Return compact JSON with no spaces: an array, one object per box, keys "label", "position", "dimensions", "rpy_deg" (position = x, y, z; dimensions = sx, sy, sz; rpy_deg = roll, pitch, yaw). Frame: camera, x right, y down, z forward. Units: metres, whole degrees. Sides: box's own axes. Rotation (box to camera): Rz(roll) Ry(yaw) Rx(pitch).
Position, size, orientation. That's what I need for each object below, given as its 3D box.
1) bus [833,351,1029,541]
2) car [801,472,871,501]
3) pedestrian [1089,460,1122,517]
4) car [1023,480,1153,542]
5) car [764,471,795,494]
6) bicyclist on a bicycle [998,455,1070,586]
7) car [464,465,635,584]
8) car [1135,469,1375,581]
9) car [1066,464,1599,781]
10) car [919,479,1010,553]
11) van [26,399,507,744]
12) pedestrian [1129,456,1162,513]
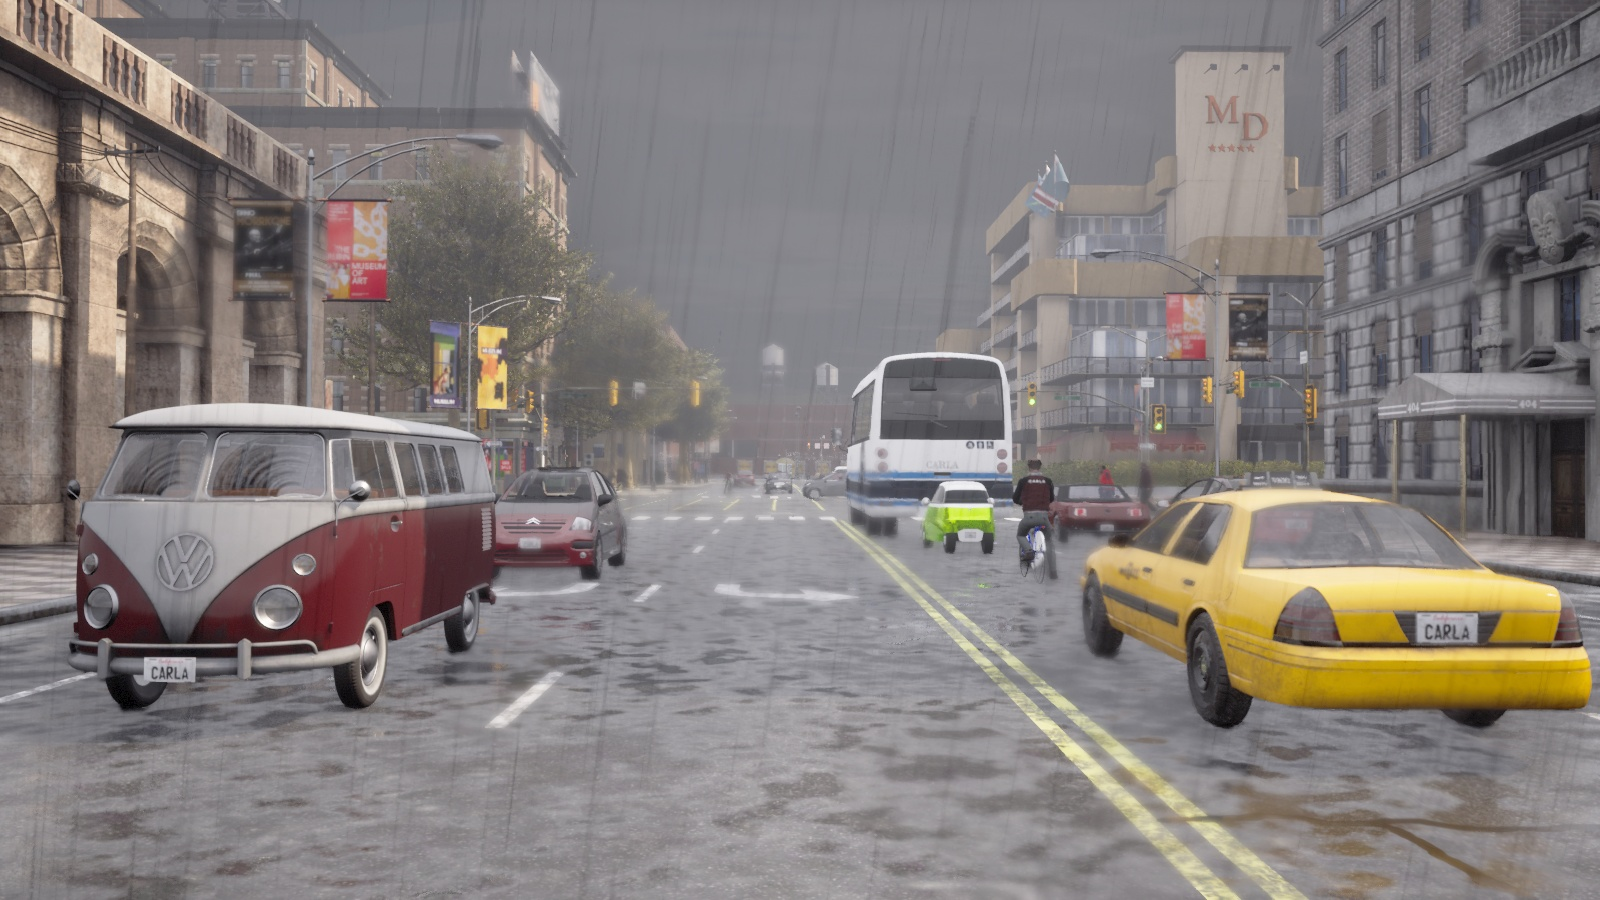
[{"label":"bus","position":[3.075,-0.015,33.390],"dimensions":[3.944,4.253,10.273],"rpy_deg":[0,-1,-1]},{"label":"car","position":[1.861,1.930,66.192],"dimensions":[3.633,1.501,1.845],"rpy_deg":[0,-1,-1]},{"label":"pedestrian","position":[9.969,1.246,41.033],"dimensions":[0.899,1.844,0.634],"rpy_deg":[0,-1,-3]},{"label":"car","position":[6.656,1.383,29.525],"dimensions":[1.895,1.301,4.718],"rpy_deg":[0,-1,-1]},{"label":"car","position":[-1.442,2.247,87.812],"dimensions":[2.128,1.511,4.902],"rpy_deg":[0,-1,-1]},{"label":"bicyclist on a bicycle","position":[3.325,0.973,17.986],"dimensions":[0.659,1.776,1.843],"rpy_deg":[0,-1,-1]},{"label":"car","position":[-3.690,1.048,19.162],"dimensions":[1.851,1.617,3.988],"rpy_deg":[0,-1,-1]},{"label":"car","position":[6.812,1.059,19.399],"dimensions":[2.007,1.525,4.514],"rpy_deg":[0,-1,-1]},{"label":"car","position":[3.397,0.895,8.988],"dimensions":[1.801,1.575,5.366],"rpy_deg":[0,-1,0]},{"label":"car","position":[3.237,1.275,24.971],"dimensions":[1.481,1.376,2.207],"rpy_deg":[0,-1,-1]},{"label":"van","position":[-3.607,0.742,9.502],"dimensions":[1.775,1.987,4.442],"rpy_deg":[0,-1,-1]},{"label":"pedestrian","position":[11.391,1.129,41.445],"dimensions":[0.899,1.844,0.634],"rpy_deg":[0,-1,2]}]
